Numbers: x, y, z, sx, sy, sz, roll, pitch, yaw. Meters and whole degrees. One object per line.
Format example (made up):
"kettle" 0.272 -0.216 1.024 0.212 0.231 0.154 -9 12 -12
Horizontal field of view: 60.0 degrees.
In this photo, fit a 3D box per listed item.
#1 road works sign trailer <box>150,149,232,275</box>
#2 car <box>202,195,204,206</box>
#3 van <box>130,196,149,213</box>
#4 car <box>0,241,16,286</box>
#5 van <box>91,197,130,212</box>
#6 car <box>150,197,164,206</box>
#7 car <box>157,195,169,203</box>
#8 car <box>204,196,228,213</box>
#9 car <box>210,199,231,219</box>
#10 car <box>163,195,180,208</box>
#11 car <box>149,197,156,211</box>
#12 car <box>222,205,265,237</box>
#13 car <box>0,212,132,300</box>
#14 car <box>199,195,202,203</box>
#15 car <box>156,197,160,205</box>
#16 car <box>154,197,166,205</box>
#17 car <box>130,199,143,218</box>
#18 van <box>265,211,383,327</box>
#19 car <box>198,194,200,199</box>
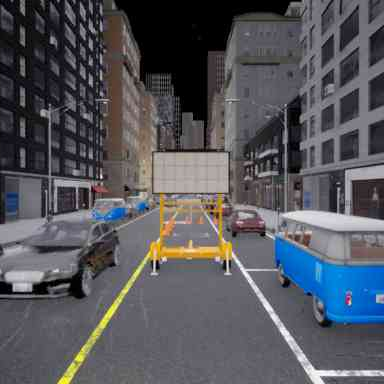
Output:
"road works sign trailer" -0.028 0.464 10.426 2.380 3.560 2.880 0 0 0
"car" 2.729 1.443 45.265 1.967 1.590 4.097 0 0 0
"van" -5.766 1.342 34.238 1.690 1.788 3.998 0 0 0
"car" -5.688 1.440 6.731 1.967 1.590 4.097 0 0 0
"van" -5.735 1.340 23.236 1.690 1.788 3.998 0 0 0
"car" -5.828 1.573 56.243 1.947 1.339 4.313 0 0 0
"car" -5.860 1.452 67.246 1.967 1.590 4.097 0 0 0
"car" 2.759 1.315 34.262 2.192 1.841 5.009 0 0 0
"car" 2.776 1.582 28.760 1.802 1.307 4.206 0 0 0
"car" -3.135 1.568 48.028 1.994 1.385 4.181 0 0 0
"car" -5.781 1.568 39.739 1.947 1.339 4.313 0 0 0
"car" 2.807 1.581 17.758 1.802 1.307 4.206 0 0 0
"car" -3.123 1.491 8.568 2.128 1.511 4.902 0 0 0
"car" 2.697 1.558 56.267 2.008 1.369 4.403 0 0 0
"car" -5.796 1.585 45.241 1.802 1.307 4.206 0 0 0
"car" -5.844 1.591 61.745 1.802 1.307 4.206 0 0 0
"car" -5.750 1.551 28.736 2.008 1.369 4.403 0 0 0
"van" 2.838 1.341 6.755 1.690 1.788 3.998 0 0 0
"car" 2.666 1.578 67.270 1.947 1.339 4.313 0 0 0
